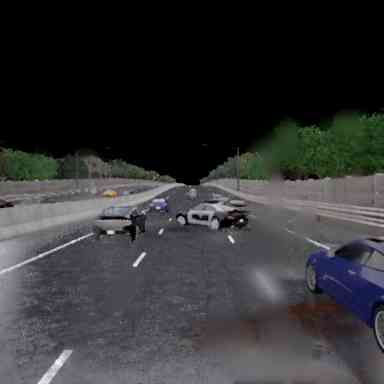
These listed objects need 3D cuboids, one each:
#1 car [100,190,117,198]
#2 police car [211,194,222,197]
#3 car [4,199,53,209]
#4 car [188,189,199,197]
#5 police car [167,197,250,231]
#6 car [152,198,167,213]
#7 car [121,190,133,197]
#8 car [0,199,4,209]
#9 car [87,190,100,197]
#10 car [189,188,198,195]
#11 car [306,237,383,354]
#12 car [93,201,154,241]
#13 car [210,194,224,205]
[{"bbox_3d":[-17.244,0.297,70.053,1.882,1.535,5.008,0,3,0],"label":"car"},{"bbox_3d":[3.642,1.280,38.785,2.038,1.542,4.974,0,1,0],"label":"police car"},{"bbox_3d":[-13.991,1.342,29.441,2.128,1.511,4.902,0,0,0],"label":"car"},{"bbox_3d":[0.264,0.614,63.438,2.128,1.511,4.902,0,2,1],"label":"car"},{"bbox_3d":[1.007,1.330,19.966,1.930,1.638,5.238,0,0,-40],"label":"police car"},{"bbox_3d":[-3.274,1.343,34.434,1.812,1.442,4.674,0,0,0],"label":"car"},{"bbox_3d":[-13.743,0.324,70.459,2.128,1.511,4.902,0,3,0],"label":"car"},{"bbox_3d":[-17.492,1.346,28.832,2.128,1.511,4.902,0,0,0],"label":"car"},{"bbox_3d":[-20.741,0.281,70.899,1.812,1.442,4.674,0,3,0],"label":"car"},{"bbox_3d":[0.288,-0.095,79.011,1.994,1.385,4.181,0,3,0],"label":"car"},{"bbox_3d":[3.521,1.506,5.782,1.812,1.442,4.674,0,0,0],"label":"car"},{"bbox_3d":[-3.342,1.419,16.140,2.128,1.511,4.902,0,0,0],"label":"car"},{"bbox_3d":[3.682,1.076,49.774,1.837,1.490,4.892,0,1,0],"label":"car"}]
